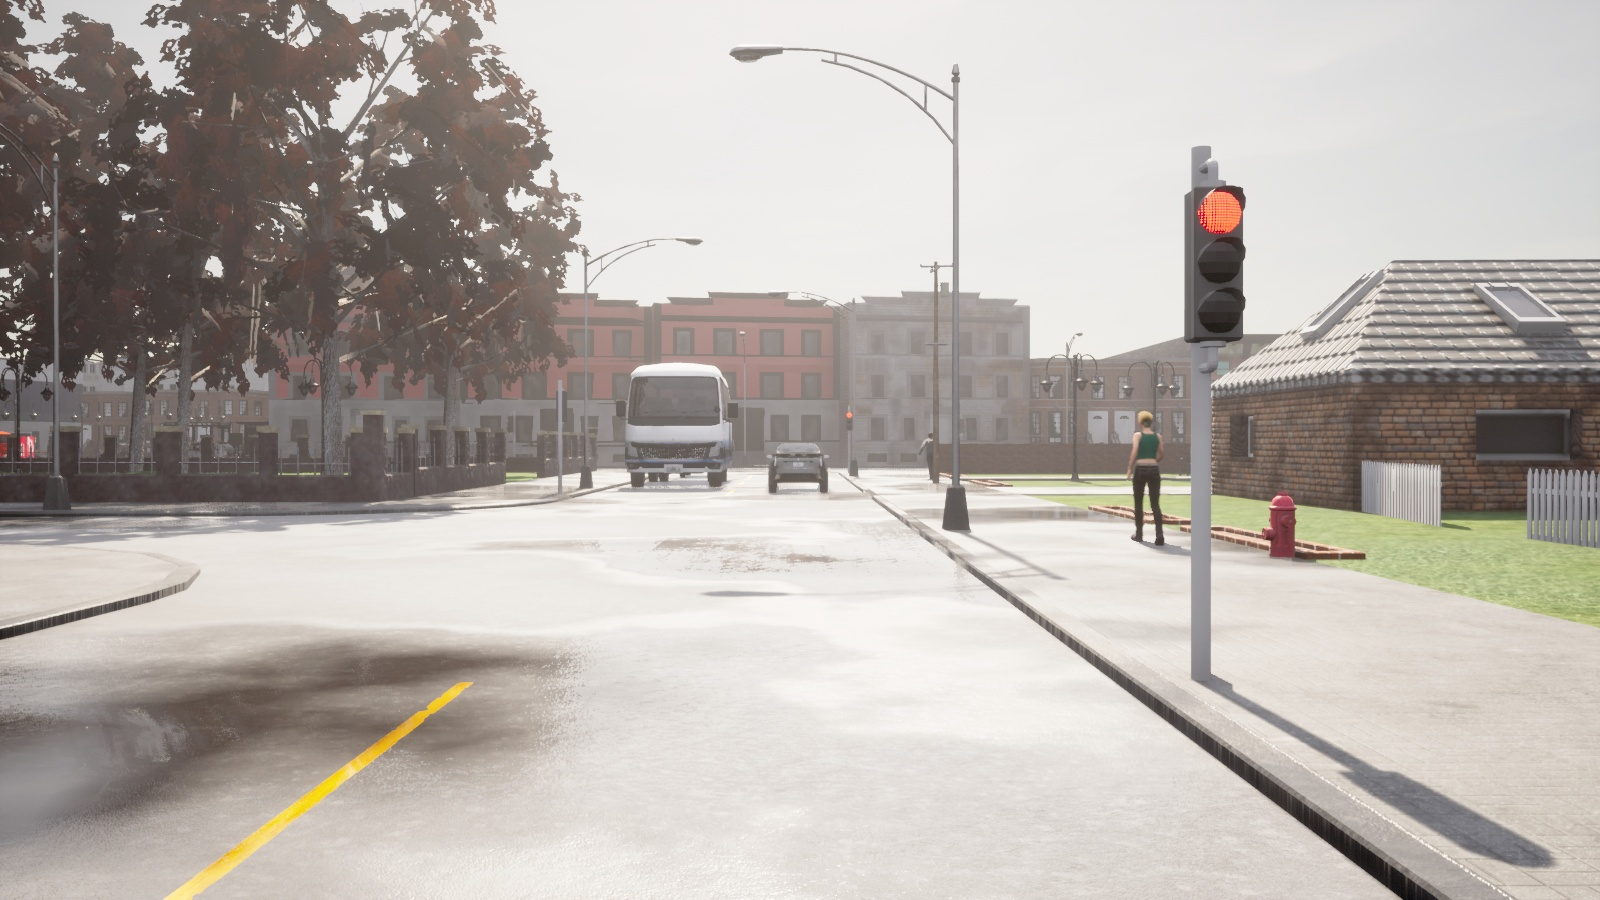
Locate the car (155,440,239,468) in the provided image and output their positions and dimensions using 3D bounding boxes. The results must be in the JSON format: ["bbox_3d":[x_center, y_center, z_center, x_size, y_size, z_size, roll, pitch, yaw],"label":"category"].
[{"bbox_3d":[-34.895,0.206,72.771,3.988,1.617,1.851,0,0,0],"label":"car"}]

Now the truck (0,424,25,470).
[{"bbox_3d":[-45.834,-0.165,68.737,5.204,2.467,2.627,0,0,0],"label":"truck"}]

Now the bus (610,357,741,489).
[{"bbox_3d":[-4.227,-0.889,45.382,3.944,4.253,10.273,0,0,-1],"label":"bus"}]

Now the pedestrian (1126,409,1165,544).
[{"bbox_3d":[4.756,0.357,17.298,0.345,1.836,0.594,0,0,-2],"label":"pedestrian"}]

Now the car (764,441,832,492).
[{"bbox_3d":[-0.061,0.471,39.327,2.007,1.525,4.514,0,0,0],"label":"car"}]

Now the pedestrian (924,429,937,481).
[{"bbox_3d":[4.994,0.190,47.917,0.423,1.949,0.788,0,0,1],"label":"pedestrian"}]
